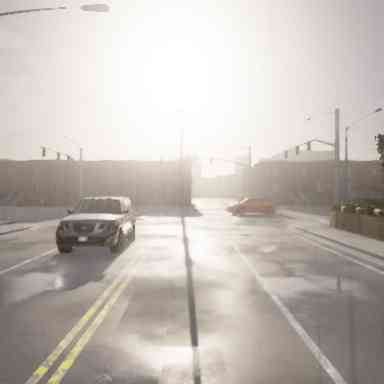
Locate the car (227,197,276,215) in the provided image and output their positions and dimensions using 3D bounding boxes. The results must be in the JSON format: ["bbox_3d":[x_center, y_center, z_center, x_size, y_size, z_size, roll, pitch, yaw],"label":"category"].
[{"bbox_3d":[5.728,1.285,32.333,4.553,1.767,2.097,0,0,-14],"label":"car"}]

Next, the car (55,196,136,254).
[{"bbox_3d":[-3.687,1.192,13.827,2.150,2.045,5.566,0,0,-1],"label":"car"}]
